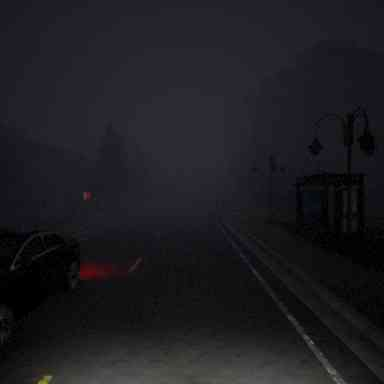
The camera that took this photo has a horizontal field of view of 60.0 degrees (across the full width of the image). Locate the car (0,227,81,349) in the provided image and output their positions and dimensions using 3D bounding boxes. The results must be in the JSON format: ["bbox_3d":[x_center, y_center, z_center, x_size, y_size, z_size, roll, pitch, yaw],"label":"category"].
[{"bbox_3d":[-3.581,1.479,6.160,2.128,1.511,4.902,0,0,0],"label":"car"}]
